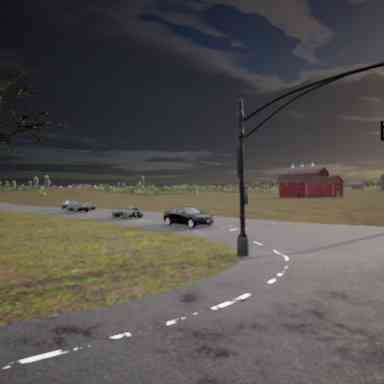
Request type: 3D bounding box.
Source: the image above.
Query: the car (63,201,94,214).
[{"bbox_3d":[-15.948,2.322,46.569,1.895,1.301,4.718,-2,0,-37],"label":"car"}]

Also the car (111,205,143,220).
[{"bbox_3d":[-6.792,2.085,34.670,1.994,1.385,4.181,-2,1,-38],"label":"car"}]

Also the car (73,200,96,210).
[{"bbox_3d":[-17.323,2.306,54.249,1.994,1.385,4.181,-2,0,-37],"label":"car"}]

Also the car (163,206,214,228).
[{"bbox_3d":[-0.354,1.896,26.323,1.882,1.535,5.008,-2,1,-38],"label":"car"}]

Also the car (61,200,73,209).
[{"bbox_3d":[-22.224,2.272,60.552,2.097,1.767,4.553,-2,0,-38],"label":"car"}]
